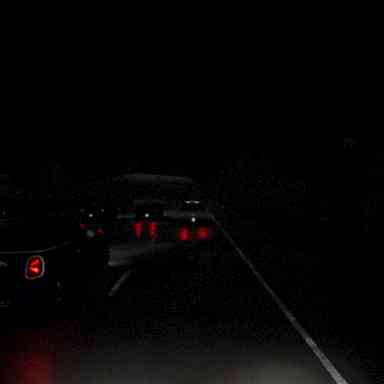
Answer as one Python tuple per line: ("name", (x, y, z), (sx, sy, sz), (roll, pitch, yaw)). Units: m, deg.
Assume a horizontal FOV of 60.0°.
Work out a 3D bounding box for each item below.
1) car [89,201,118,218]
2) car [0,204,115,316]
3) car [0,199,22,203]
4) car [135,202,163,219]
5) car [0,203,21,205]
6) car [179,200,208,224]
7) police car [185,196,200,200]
("car", (-6.906, 1.394, 25.006), (1.812, 1.442, 4.674), (0, 0, 0))
("car", (-3.403, 1.311, 7.600), (2.097, 1.767, 4.553), (0, 0, 0))
("car", (-21.011, 1.460, 37.552), (1.895, 1.301, 4.718), (0, 0, 0))
("car", (-3.408, 1.456, 27.398), (1.895, 1.301, 4.718), (0, 0, 0))
("car", (-10.405, 1.476, 16.572), (1.994, 1.385, 4.181), (0, 0, 0))
("car", (0.093, 1.478, 23.440), (1.895, 1.301, 4.718), (0, 0, 0))
("police car", (0.083, 1.328, 41.090), (2.038, 1.542, 4.974), (0, 0, 0))
